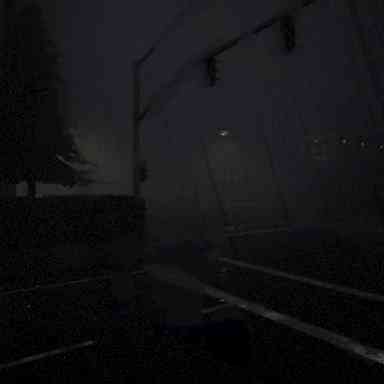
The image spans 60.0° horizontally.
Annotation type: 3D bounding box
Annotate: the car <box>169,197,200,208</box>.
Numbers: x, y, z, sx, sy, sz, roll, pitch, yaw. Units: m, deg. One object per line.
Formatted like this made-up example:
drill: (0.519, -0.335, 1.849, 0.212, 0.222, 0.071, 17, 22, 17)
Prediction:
car: (-1.111, 1.373, 45.488, 2.033, 1.411, 5.357, 0, 0, -36)

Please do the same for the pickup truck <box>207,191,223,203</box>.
pickup truck: (4.280, 0.798, 60.363, 2.390, 2.098, 6.274, 0, 0, -6)
